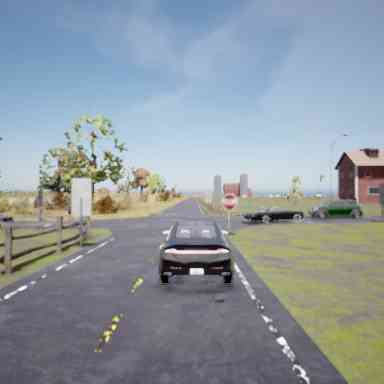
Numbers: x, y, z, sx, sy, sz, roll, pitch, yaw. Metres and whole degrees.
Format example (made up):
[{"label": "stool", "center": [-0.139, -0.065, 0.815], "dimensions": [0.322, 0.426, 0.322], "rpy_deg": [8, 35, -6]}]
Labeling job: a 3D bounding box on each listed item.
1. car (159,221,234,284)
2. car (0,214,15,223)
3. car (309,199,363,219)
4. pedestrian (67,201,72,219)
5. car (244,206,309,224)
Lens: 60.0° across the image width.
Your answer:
[{"label": "car", "center": [0.109, 1.606, 9.923], "dimensions": [2.128, 1.511, 4.902], "rpy_deg": [0, -1, 0]}, {"label": "car", "center": [-17.597, 2.098, 27.273], "dimensions": [5.357, 1.411, 2.033], "rpy_deg": [-1, 0, 0]}, {"label": "car", "center": [12.743, 1.482, 29.953], "dimensions": [4.553, 1.767, 2.097], "rpy_deg": [-1, 0, 1]}, {"label": "pedestrian", "center": [-12.126, 1.795, 33.193], "dimensions": [0.375, 1.860, 0.375], "rpy_deg": [0, 1, 0]}, {"label": "car", "center": [6.661, 1.808, 26.788], "dimensions": [4.718, 1.301, 1.895], "rpy_deg": [-1, 0, -20]}]
